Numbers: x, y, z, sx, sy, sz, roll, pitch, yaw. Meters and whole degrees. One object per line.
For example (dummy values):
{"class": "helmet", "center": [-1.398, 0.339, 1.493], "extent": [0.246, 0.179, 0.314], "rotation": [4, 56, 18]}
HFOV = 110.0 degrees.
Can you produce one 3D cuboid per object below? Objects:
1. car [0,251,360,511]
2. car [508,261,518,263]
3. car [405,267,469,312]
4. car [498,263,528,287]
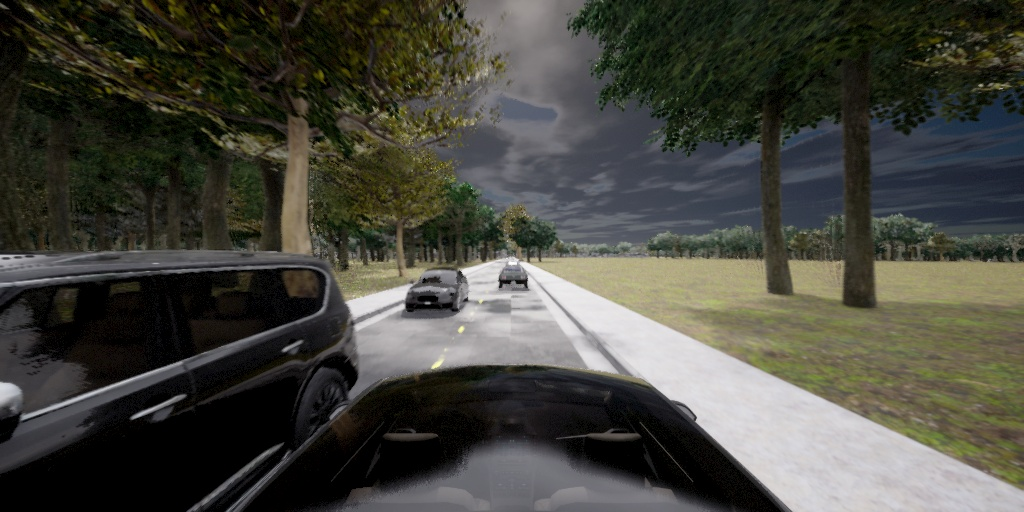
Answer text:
{"class": "car", "center": [-2.841, 0.974, 1.944], "extent": [2.150, 2.045, 5.566], "rotation": [0, 0, 0]}
{"class": "car", "center": [0.093, 1.340, 44.804], "extent": [1.994, 1.385, 4.181], "rotation": [0, 0, 0]}
{"class": "car", "center": [-2.818, 1.256, 14.335], "extent": [1.837, 1.490, 4.892], "rotation": [0, 1, 0]}
{"class": "car", "center": [0.093, 1.363, 24.307], "extent": [1.895, 1.301, 4.718], "rotation": [0, 0, 0]}
